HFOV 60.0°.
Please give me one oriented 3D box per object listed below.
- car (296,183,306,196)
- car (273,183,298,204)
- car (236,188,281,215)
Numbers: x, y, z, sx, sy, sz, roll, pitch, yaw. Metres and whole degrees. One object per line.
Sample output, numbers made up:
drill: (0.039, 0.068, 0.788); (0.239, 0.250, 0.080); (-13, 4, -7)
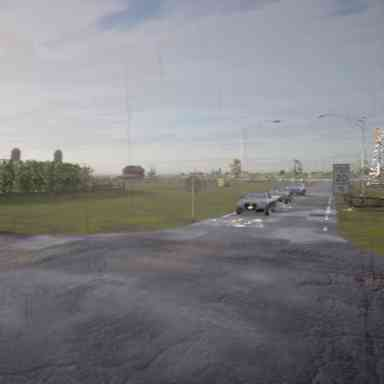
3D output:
car: (13.922, -0.418, 44.145); (2.097, 1.767, 4.553); (1, 2, 23)
car: (8.126, 0.248, 30.618); (2.128, 1.511, 4.902); (1, 3, 23)
car: (4.261, 0.673, 21.572); (1.994, 1.385, 4.181); (1, 2, 23)
